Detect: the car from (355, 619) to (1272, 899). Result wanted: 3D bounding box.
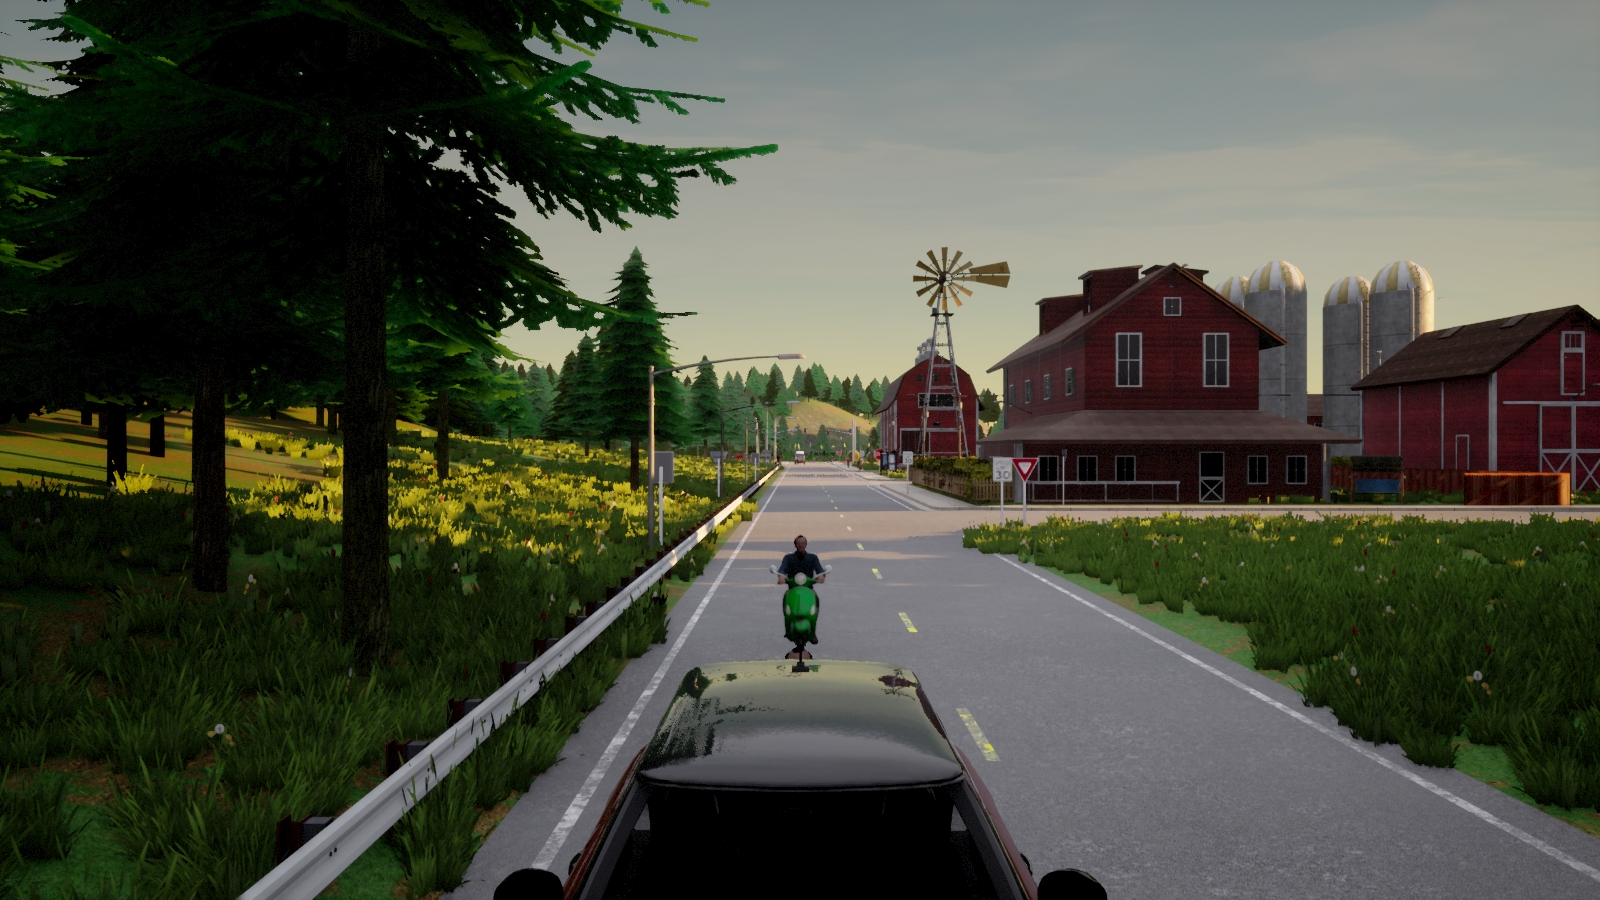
[{"bbox_3d":[0.032,1.899,4.503,2.097,1.767,4.553,0,0,0],"label":"car"}]

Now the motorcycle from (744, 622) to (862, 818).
[{"bbox_3d":[0.016,2.230,9.842,0.867,1.251,2.209,-2,-3,0],"label":"motorcycle"}]
